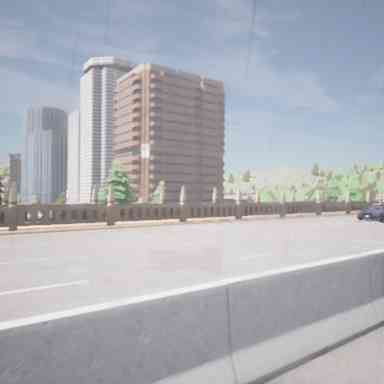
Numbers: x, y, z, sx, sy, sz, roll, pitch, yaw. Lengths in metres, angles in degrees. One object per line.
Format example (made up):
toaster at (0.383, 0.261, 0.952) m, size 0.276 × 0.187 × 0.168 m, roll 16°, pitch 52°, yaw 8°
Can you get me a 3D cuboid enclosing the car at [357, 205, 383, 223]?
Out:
car at (16.017, 1.816, 28.533) m, size 4.181 × 1.385 × 1.994 m, roll 1°, pitch 0°, yaw -36°
